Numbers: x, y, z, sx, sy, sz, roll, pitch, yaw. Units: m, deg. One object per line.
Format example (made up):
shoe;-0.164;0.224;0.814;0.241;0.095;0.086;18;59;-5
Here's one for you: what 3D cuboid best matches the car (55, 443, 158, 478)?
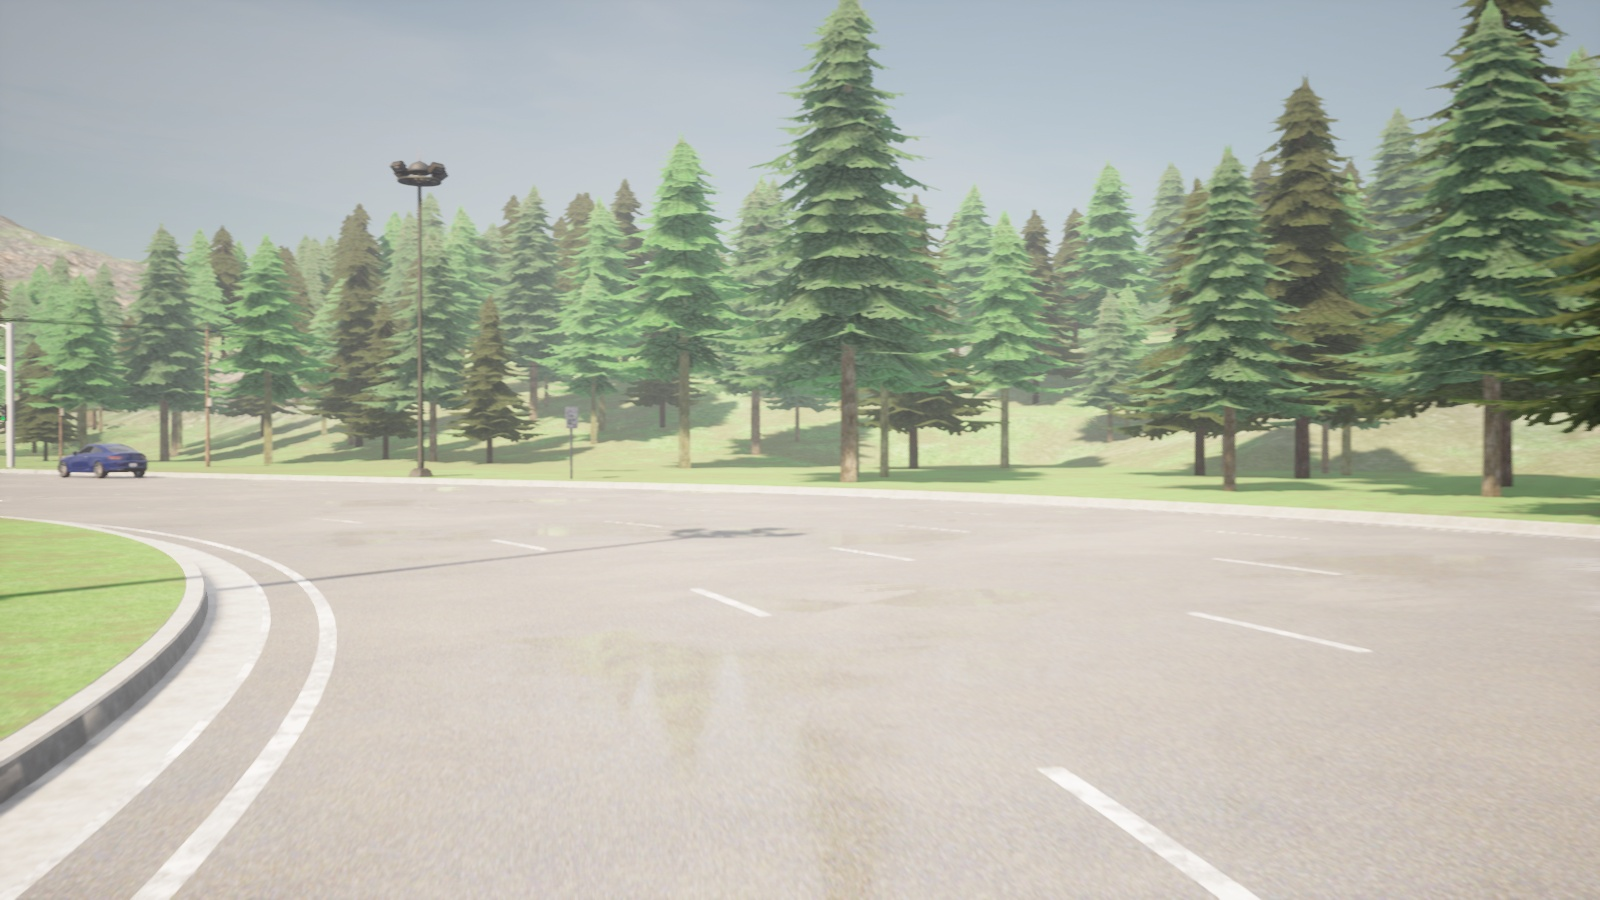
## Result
car;-29.106;0.414;52.681;4.674;1.442;1.812;0;0;34
